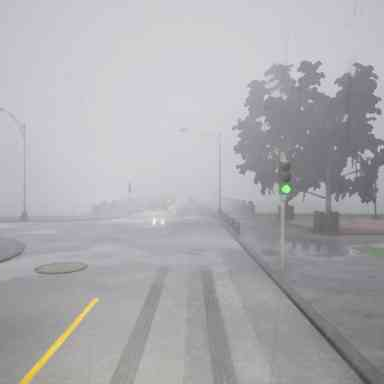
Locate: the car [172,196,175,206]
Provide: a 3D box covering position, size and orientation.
[{"bbox_3d":[-4.053,1.475,51.745,1.882,1.535,5.008,0,0,0],"label":"car"}]

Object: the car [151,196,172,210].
[{"bbox_3d":[-4.067,1.490,42.197,2.128,1.511,4.902,0,0,0],"label":"car"}]

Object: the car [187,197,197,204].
[{"bbox_3d":[0.048,1.545,61.632,2.033,1.411,5.357,0,0,0],"label":"car"}]
